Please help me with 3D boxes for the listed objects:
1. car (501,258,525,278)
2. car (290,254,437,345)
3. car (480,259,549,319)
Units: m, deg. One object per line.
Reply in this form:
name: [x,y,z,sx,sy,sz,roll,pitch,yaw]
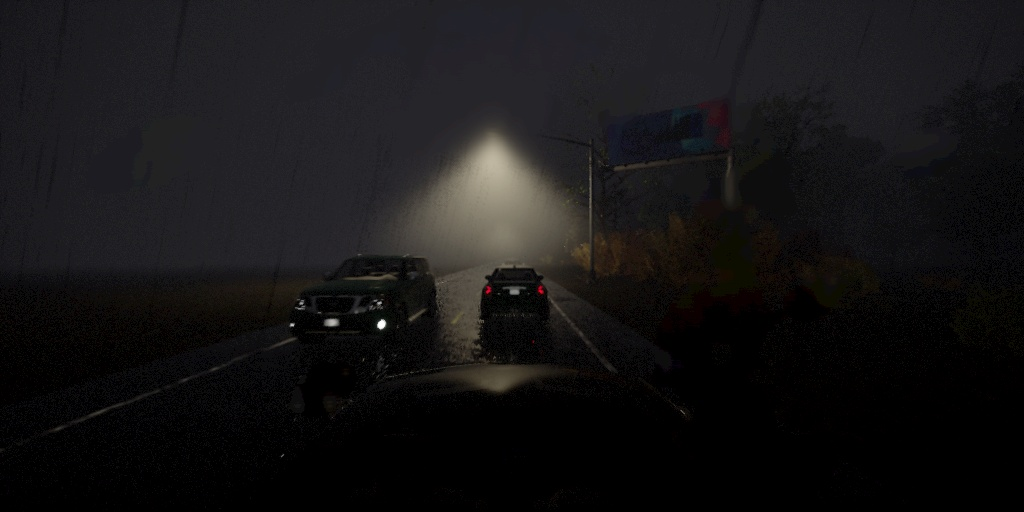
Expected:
car: [0.103,1.084,33.836,2.097,1.767,4.553,0,0,0]
car: [-3.573,0.968,9.877,2.150,2.045,5.566,0,0,0]
car: [0.084,1.095,12.831,2.097,1.767,4.553,0,0,0]
